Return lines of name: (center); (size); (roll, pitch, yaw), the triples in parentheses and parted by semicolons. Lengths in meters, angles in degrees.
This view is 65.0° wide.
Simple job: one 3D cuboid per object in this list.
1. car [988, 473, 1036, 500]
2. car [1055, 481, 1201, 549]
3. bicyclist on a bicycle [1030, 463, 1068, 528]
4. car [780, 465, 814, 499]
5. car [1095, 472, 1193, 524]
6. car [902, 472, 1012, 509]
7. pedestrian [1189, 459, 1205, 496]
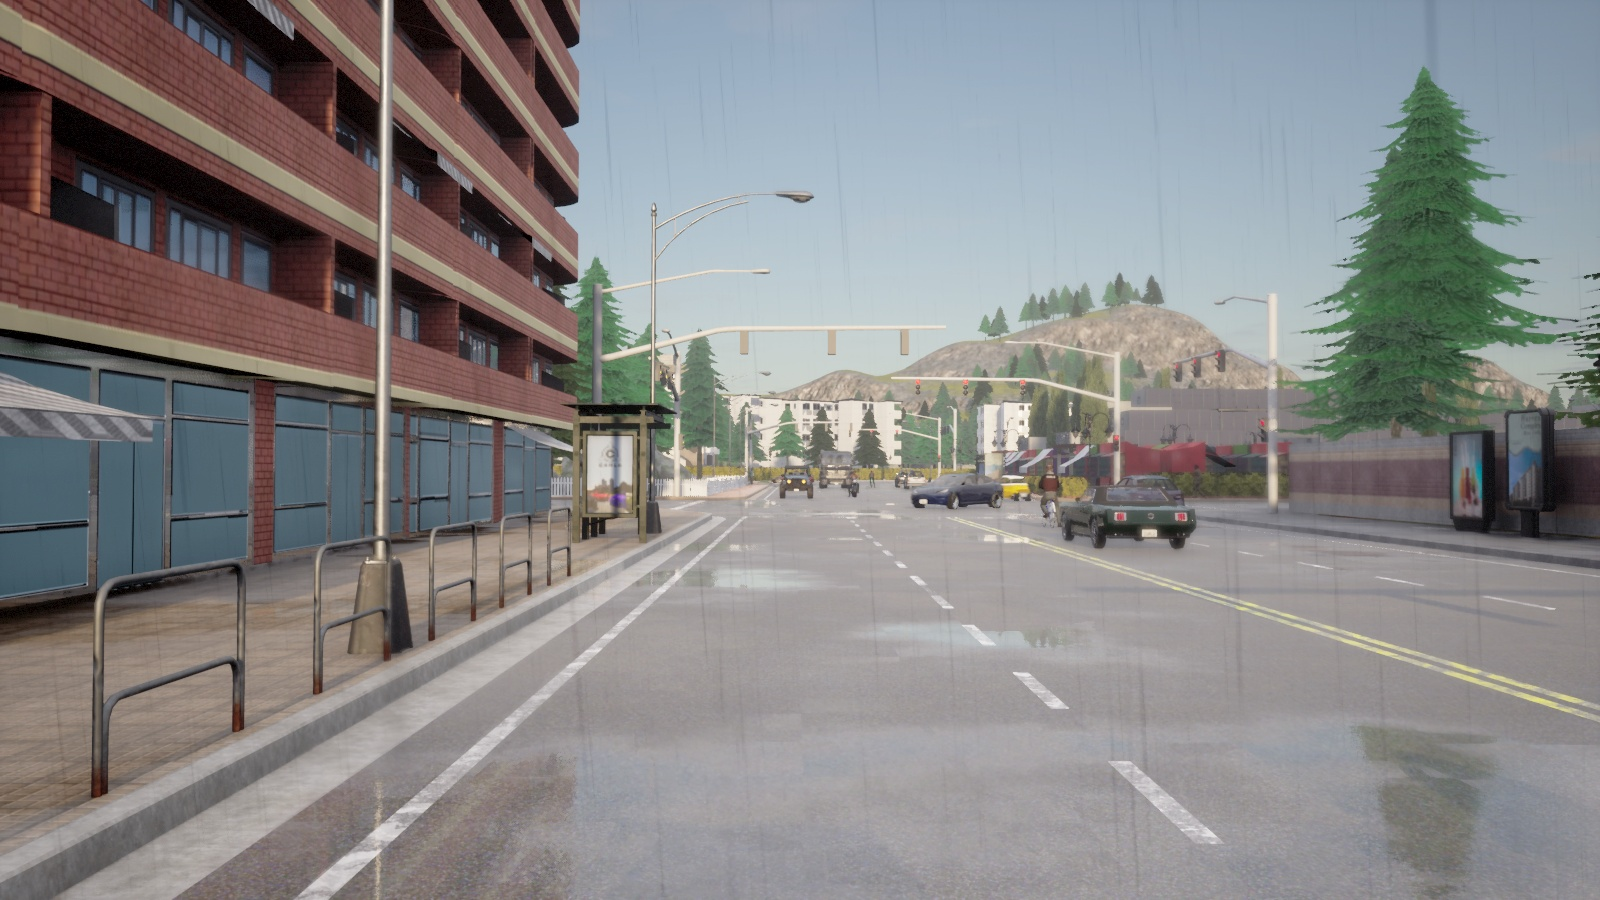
car: (11.149, 1.930, 66.148); (1.481, 1.376, 2.207); (0, -1, -23)
car: (6.929, 1.340, 27.048); (1.895, 1.301, 4.718); (0, -1, 0)
bicyclist on a bicycle: (6.908, 1.242, 34.922); (0.659, 1.776, 1.843); (0, -1, 0)
car: (-0.188, 1.817, 72.000); (1.905, 1.878, 3.866); (0, -1, 0)
car: (10.400, 1.428, 38.265); (1.816, 1.474, 4.193); (0, -1, 0)
car: (6.555, 1.651, 52.157); (2.163, 1.488, 4.792); (-1, -2, 43)
pedestrian: (20.517, 1.417, 64.855); (0.692, 1.930, 0.396); (0, -1, 2)
